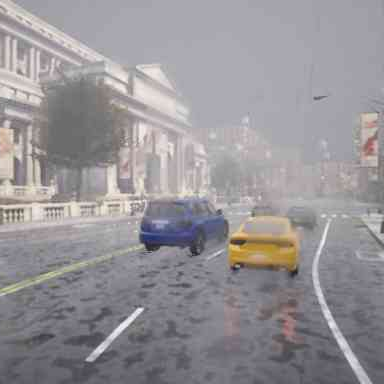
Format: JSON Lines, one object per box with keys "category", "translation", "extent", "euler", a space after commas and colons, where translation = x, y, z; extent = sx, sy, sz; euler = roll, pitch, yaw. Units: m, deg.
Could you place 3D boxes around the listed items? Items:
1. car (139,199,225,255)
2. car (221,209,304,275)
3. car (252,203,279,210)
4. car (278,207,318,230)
{"category": "car", "translation": [-0.114, 1.306, 13.984], "extent": [2.150, 2.045, 5.566], "euler": [0, 0, 21]}
{"category": "car", "translation": [2.535, 1.547, 10.886], "extent": [1.882, 1.535, 5.008], "euler": [0, -1, 19]}
{"category": "car", "translation": [6.599, 1.677, 29.509], "extent": [2.128, 1.511, 4.902], "euler": [0, 0, 24]}
{"category": "car", "translation": [7.355, 1.708, 22.511], "extent": [1.994, 1.385, 4.181], "euler": [0, 0, 23]}
